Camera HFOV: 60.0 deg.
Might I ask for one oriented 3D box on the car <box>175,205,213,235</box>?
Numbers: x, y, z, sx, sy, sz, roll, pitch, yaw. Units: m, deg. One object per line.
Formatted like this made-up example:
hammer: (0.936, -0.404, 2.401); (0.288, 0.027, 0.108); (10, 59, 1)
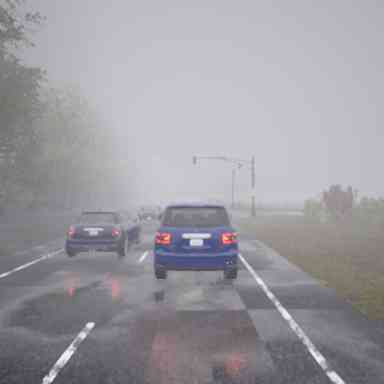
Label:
car: (0.106, 1.646, 20.996); (2.128, 1.511, 4.902); (0, 0, 0)

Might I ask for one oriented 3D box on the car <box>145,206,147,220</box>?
car: (-3.395, 1.811, 28.615); (1.895, 1.301, 4.718); (0, 0, 0)

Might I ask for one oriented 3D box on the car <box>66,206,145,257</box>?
car: (-3.399, 1.454, 13.607); (2.097, 1.767, 4.553); (0, 0, 0)

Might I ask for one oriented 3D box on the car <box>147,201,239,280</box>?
car: (0.101, 1.296, 10.350); (2.150, 2.045, 5.566); (0, -1, 0)
